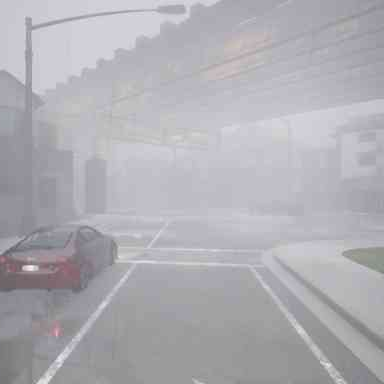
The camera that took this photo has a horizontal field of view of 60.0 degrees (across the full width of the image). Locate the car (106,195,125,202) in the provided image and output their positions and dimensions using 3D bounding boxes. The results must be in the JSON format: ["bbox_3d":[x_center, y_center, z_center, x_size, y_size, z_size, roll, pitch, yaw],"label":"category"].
[{"bbox_3d":[-17.496,1.453,76.133,2.038,1.542,4.974,0,0,15],"label":"car"}]

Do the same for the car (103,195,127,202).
[{"bbox_3d":[-16.819,1.453,72.464,4.974,1.542,2.038,0,0,-15],"label":"car"}]

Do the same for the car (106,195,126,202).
[{"bbox_3d":[-16.769,1.295,72.477,4.536,1.218,1.853,0,0,-15],"label":"car"}]

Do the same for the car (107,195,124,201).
[{"bbox_3d":[-17.482,1.295,76.183,1.853,1.218,4.536,0,0,15],"label":"car"}]

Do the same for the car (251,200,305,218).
[{"bbox_3d":[7.729,1.478,30.350,1.882,1.535,5.008,0,0,-45],"label":"car"}]

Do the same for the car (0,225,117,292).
[{"bbox_3d":[-3.370,1.565,8.988,1.994,1.385,4.181,0,0,0],"label":"car"}]
